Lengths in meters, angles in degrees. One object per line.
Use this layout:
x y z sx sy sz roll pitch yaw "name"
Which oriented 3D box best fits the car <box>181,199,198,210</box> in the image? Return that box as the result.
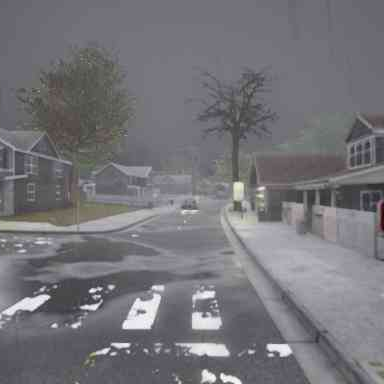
-0.315 1.658 43.978 1.994 1.385 4.181 0 0 6 "car"
